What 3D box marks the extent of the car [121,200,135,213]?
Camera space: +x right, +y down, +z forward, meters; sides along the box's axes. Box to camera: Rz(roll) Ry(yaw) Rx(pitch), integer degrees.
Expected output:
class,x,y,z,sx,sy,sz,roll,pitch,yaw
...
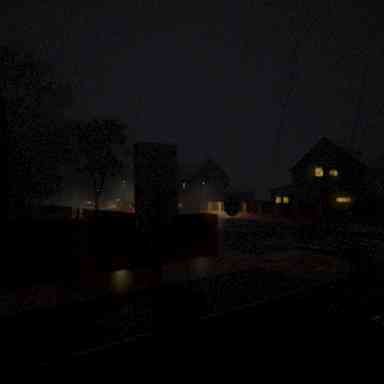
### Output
class,x,y,z,sx,sy,sz,roll,pitch,yaw
car,-5.427,1.850,33.470,2.150,2.045,5.566,-1,0,-30

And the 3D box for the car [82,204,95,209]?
class,x,y,z,sx,sy,sz,roll,pitch,yaw
car,-15.700,2.567,51.175,1.812,1.442,4.674,-1,-1,-30
